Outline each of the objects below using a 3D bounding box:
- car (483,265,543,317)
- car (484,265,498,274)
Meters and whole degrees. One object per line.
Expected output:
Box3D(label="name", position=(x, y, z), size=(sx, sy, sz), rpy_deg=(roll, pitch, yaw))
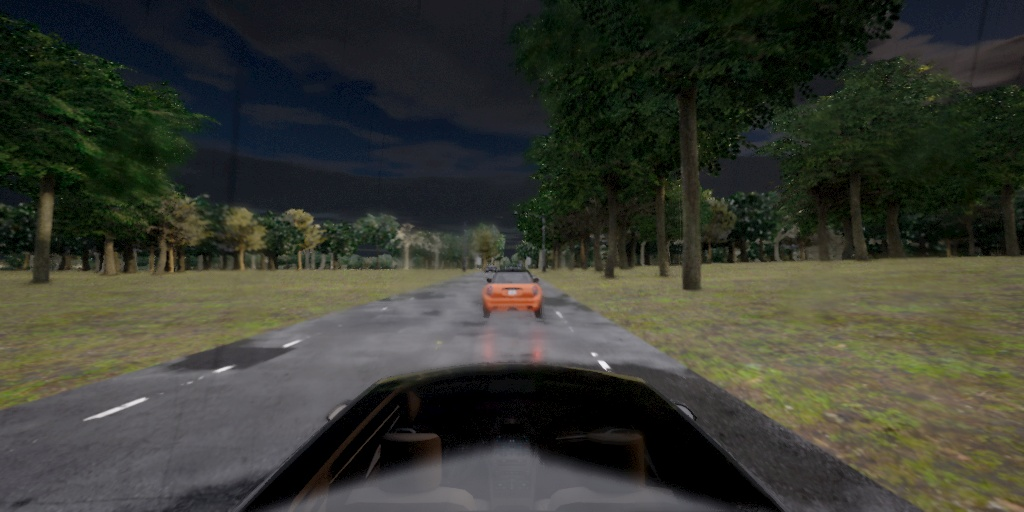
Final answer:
Box3D(label="car", position=(0.041, 1.277, 14.206), size=(2.097, 1.767, 4.553), rpy_deg=(0, -1, 0))
Box3D(label="car", position=(-3.553, 2.235, 60.725), size=(1.994, 1.385, 4.181), rpy_deg=(0, -1, 1))
